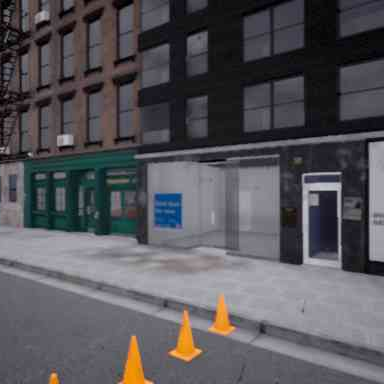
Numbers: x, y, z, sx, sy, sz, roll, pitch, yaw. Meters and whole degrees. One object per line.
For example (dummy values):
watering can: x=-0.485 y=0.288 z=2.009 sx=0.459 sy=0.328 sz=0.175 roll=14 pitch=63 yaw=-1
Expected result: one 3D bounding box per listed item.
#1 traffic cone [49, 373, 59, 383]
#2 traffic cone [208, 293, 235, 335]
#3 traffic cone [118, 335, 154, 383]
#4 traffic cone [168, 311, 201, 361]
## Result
traffic cone: x=-1.261 y=1.954 z=3.031 sx=0.340 sy=0.580 sz=0.340 roll=0 pitch=0 yaw=36
traffic cone: x=0.488 y=1.962 z=5.468 sx=0.340 sy=0.580 sz=0.340 roll=0 pitch=0 yaw=36
traffic cone: x=-0.678 y=1.957 z=3.843 sx=0.340 sy=0.580 sz=0.340 roll=0 pitch=0 yaw=36
traffic cone: x=-0.096 y=1.959 z=4.655 sx=0.340 sy=0.580 sz=0.340 roll=0 pitch=0 yaw=36
